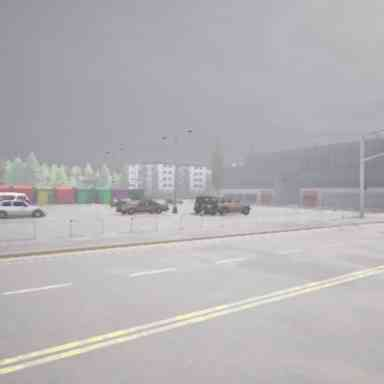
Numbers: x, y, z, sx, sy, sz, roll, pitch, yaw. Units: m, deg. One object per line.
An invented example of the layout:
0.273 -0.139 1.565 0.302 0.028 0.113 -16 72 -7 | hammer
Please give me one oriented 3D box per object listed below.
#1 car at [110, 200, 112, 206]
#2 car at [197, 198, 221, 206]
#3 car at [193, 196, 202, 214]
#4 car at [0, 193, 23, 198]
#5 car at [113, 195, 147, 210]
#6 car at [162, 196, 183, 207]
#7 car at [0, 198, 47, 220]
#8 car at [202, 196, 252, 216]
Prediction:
-11.081 1.598 53.054 3.806 1.475 1.970 1 0 -35 | car
3.229 1.864 64.647 2.128 1.511 4.902 1 0 -33 | car
1.967 1.358 34.700 3.866 1.878 1.905 1 0 -35 | car
-23.693 1.192 40.537 4.605 1.855 1.932 1 0 -35 | car
-9.414 1.358 50.687 3.866 1.878 1.905 1 0 -35 | car
-3.700 1.694 68.776 2.097 1.767 4.553 1 0 -34 | car
-13.849 1.434 26.803 3.806 1.475 1.970 1 0 -35 | car
3.596 1.354 32.308 4.605 1.855 1.932 1 0 -35 | car
